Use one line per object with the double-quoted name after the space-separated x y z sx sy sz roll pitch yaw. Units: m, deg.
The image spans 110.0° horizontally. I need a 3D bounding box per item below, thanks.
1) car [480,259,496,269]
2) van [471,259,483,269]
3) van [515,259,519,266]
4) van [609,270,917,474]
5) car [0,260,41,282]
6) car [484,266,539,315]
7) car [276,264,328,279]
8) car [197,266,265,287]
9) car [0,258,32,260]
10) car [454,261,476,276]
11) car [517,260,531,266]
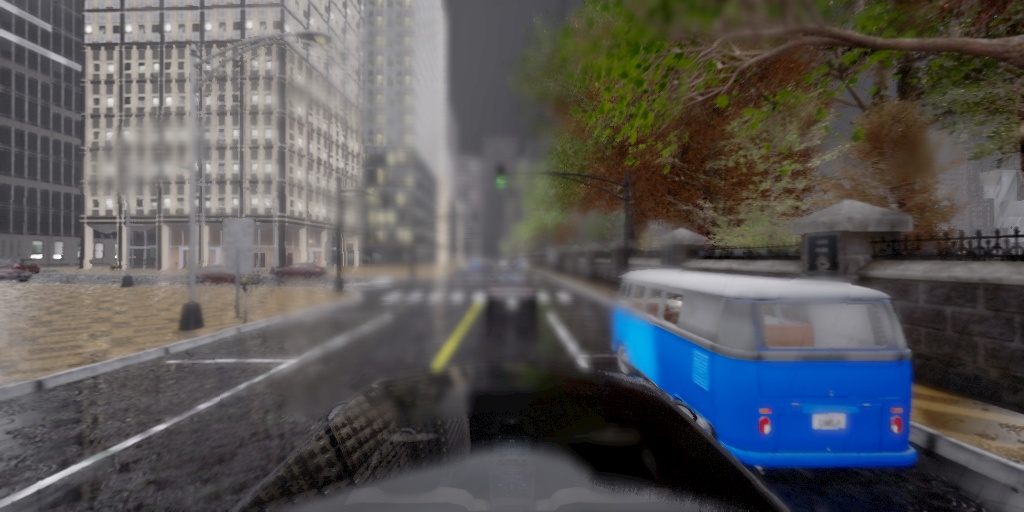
-3.787 1.685 61.439 2.033 1.411 5.357 0 0 -1 "car"
-6.566 1.497 64.544 1.690 1.789 3.998 0 0 -2 "van"
1.797 1.431 53.828 1.690 1.789 3.998 0 0 -2 "van"
2.562 1.111 4.740 1.690 1.789 3.998 0 0 0 "van"
-34.760 1.118 23.886 4.207 1.307 1.802 0 0 3 "car"
-0.055 1.325 13.977 2.128 1.511 4.902 0 0 -2 "car"
-18.201 1.332 31.119 4.207 1.307 1.802 0 0 3 "car"
-18.233 1.298 23.006 4.207 1.307 1.802 0 0 3 "car"
-45.656 0.892 32.437 4.097 1.591 1.967 0 0 1 "car"
-5.794 1.569 42.372 2.007 1.370 4.403 0 0 -1 "car"
1.942 1.581 48.455 1.751 1.417 4.829 0 0 -1 "car"
